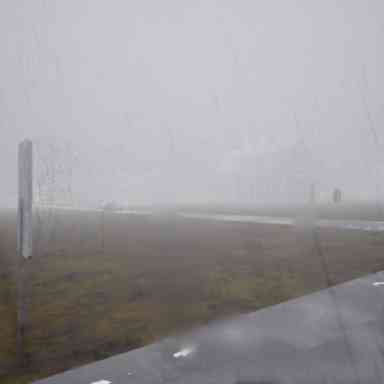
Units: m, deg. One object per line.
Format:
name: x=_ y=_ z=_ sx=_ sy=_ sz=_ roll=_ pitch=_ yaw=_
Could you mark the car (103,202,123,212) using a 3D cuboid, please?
car: x=-12.891 y=2.382 z=54.063 sx=2.128 sy=1.511 sz=4.902 roll=0 pitch=-1 yaw=-36
